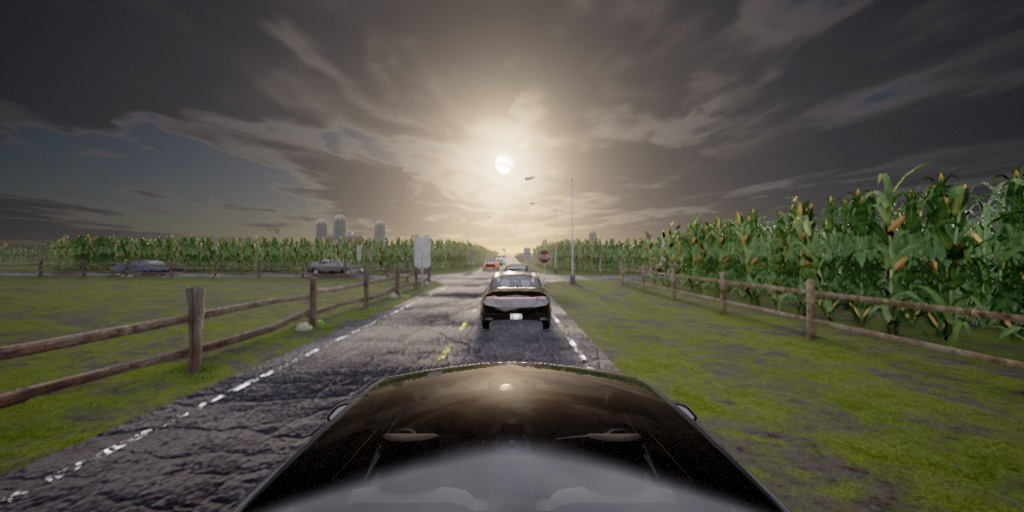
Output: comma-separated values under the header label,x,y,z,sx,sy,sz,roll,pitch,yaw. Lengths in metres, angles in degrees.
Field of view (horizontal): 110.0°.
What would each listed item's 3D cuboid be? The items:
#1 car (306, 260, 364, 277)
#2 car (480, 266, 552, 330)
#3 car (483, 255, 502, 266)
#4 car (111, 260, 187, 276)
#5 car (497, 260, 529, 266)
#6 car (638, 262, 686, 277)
label,x,y,z,sx,sy,sz,roll,pitch,yaw
car,-15.693,1.073,31.973,4.902,1.511,2.128,0,0,2
car,0.102,1.224,11.008,2.128,1.511,4.902,0,0,0
car,-2.826,0.986,49.103,2.097,1.767,4.553,0,0,0
car,-32.572,1.039,32.189,5.357,1.411,2.033,0,0,1
car,0.371,1.211,22.405,1.837,1.490,4.892,0,0,4
car,14.763,1.274,34.654,5.008,1.535,1.882,0,0,1
